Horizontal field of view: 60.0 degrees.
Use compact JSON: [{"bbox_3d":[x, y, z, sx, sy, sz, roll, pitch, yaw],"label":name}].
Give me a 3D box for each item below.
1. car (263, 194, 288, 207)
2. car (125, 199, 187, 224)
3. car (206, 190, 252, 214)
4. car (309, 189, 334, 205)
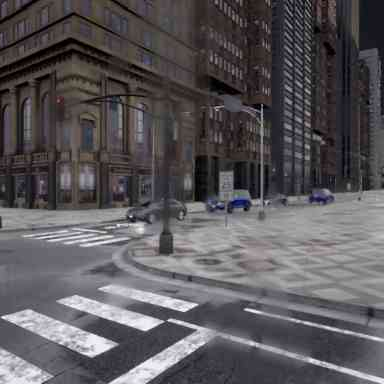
[{"bbox_3d":[9.778,0.952,39.309,2.128,1.511,4.902,0,1,36],"label":"car"},{"bbox_3d":[-2.299,1.242,22.443,1.837,1.490,4.892,0,1,37],"label":"car"},{"bbox_3d":[3.479,0.822,30.537,2.150,2.045,5.566,0,1,36],"label":"car"},{"bbox_3d":[17.291,0.583,44.316,2.150,2.045,5.566,0,1,36],"label":"car"}]
